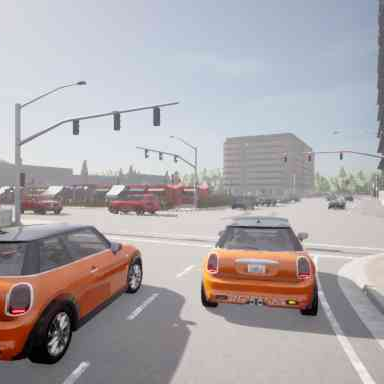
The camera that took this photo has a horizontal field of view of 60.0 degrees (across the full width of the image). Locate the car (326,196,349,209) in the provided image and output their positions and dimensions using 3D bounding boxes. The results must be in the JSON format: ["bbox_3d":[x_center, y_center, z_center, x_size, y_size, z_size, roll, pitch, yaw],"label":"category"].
[{"bbox_3d":[19.634,1.600,44.886,1.895,1.301,4.718,0,0,28],"label":"car"}]

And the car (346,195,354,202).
[{"bbox_3d":[35.814,1.500,75.973,1.837,1.490,4.892,0,0,28],"label":"car"}]

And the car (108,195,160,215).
[{"bbox_3d":[-5.842,1.277,33.589,5.566,2.045,2.150,0,0,28],"label":"car"}]

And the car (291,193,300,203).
[{"bbox_3d":[21.686,1.225,71.590,2.150,2.045,5.566,0,0,28],"label":"car"}]

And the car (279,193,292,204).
[{"bbox_3d":[16.691,1.492,62.123,2.128,1.511,4.902,0,0,28],"label":"car"}]

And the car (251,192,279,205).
[{"bbox_3d":[11.647,1.222,52.523,2.150,2.045,5.566,0,0,28],"label":"car"}]

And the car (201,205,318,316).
[{"bbox_3d":[1.631,1.352,7.851,2.097,1.767,4.553,0,0,14],"label":"car"}]

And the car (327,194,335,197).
[{"bbox_3d":[32.186,1.355,76.585,2.097,1.767,4.553,0,0,28],"label":"car"}]

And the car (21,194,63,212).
[{"bbox_3d":[-16.095,1.277,34.834,5.566,2.045,2.150,0,0,28],"label":"car"}]

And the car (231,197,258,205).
[{"bbox_3d":[6.648,1.601,42.977,1.895,1.301,4.718,0,0,28],"label":"car"}]

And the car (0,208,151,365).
[{"bbox_3d":[-2.486,1.352,6.145,2.097,1.767,4.553,0,0,10],"label":"car"}]

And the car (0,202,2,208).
[{"bbox_3d":[-25.241,1.277,39.693,5.566,2.045,2.150,0,0,28],"label":"car"}]
